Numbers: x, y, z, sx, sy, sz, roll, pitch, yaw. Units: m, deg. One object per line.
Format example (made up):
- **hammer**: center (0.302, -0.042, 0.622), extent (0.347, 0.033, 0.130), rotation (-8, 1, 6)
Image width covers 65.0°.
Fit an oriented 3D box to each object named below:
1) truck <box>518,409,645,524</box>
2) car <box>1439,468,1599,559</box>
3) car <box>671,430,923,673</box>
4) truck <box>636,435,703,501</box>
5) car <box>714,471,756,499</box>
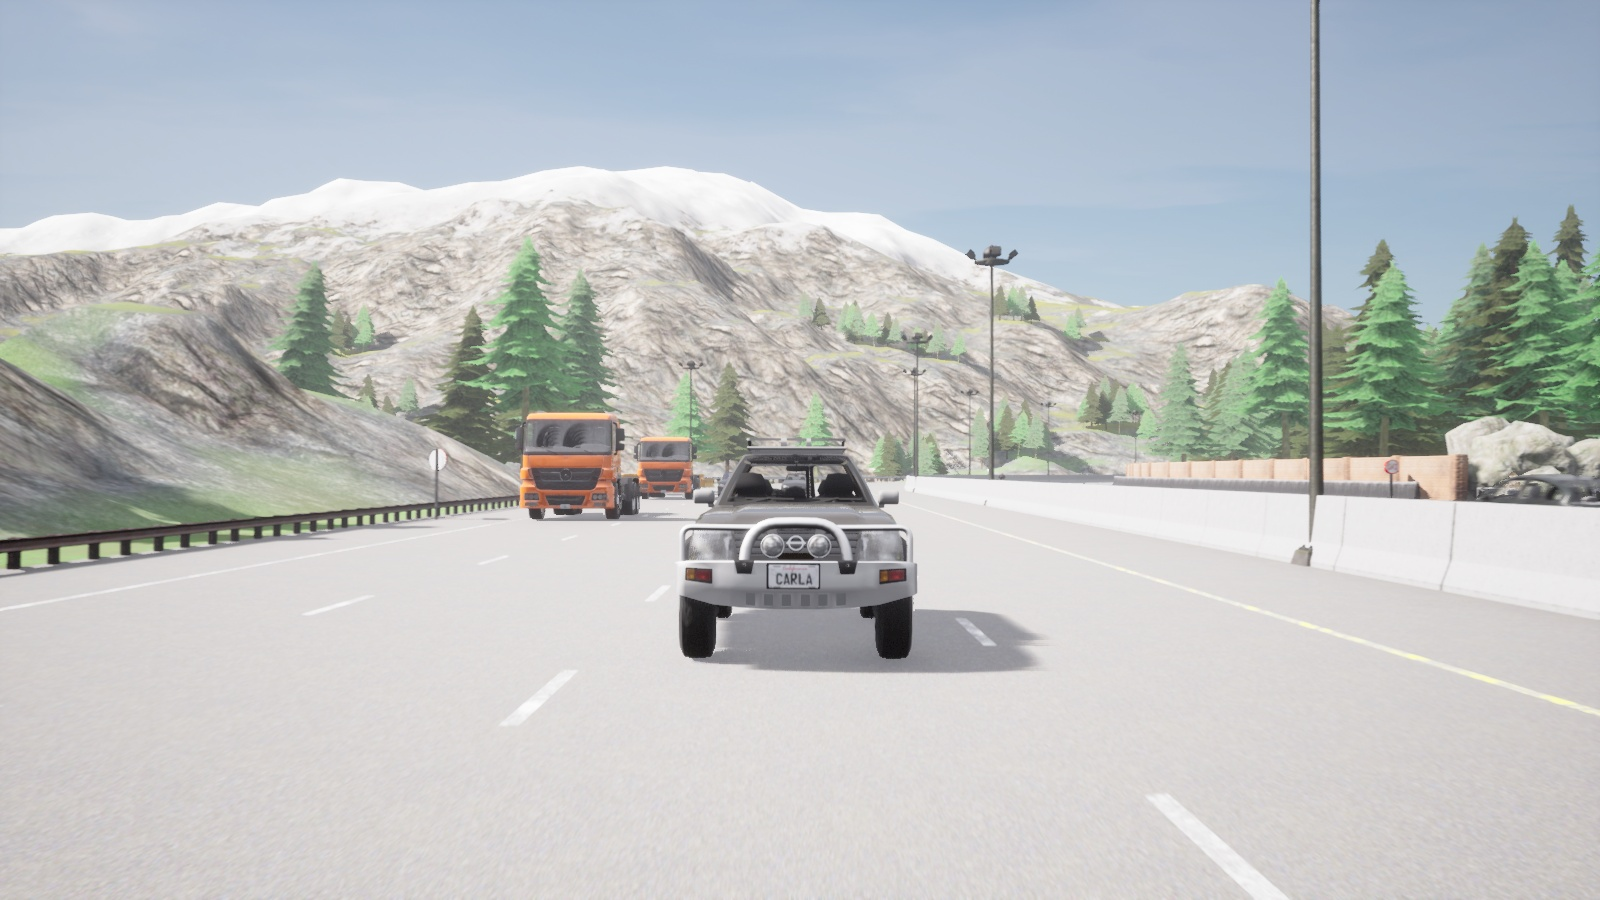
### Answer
- **truck**: center (-7.106, 0.564, 41.992), extent (2.891, 3.462, 7.936), rotation (0, -1, 0)
- **car**: center (13.942, 1.139, 23.785), extent (1.789, 1.549, 3.705), rotation (0, 0, 0)
- **car**: center (-0.030, 0.833, 11.944), extent (1.932, 1.855, 4.605), rotation (0, -1, 0)
- **truck**: center (-7.174, 1.033, 70.019), extent (2.891, 3.462, 7.936), rotation (0, -1, 0)
- **car**: center (-3.675, 1.990, 71.975), extent (2.128, 1.511, 4.902), rotation (0, -1, 0)
